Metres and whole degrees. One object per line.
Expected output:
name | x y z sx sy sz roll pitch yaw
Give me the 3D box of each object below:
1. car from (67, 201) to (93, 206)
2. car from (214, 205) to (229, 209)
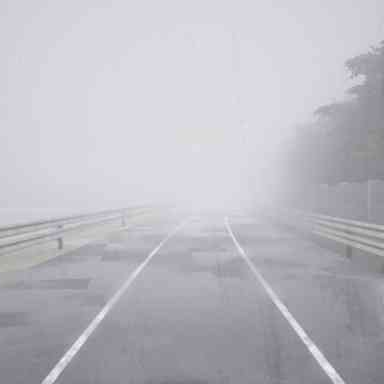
car | -22.881 2.636 68.084 5.008 1.535 1.882 2 -4 -29
car | 8.101 4.356 91.794 1.895 1.301 4.718 -3 -5 41
